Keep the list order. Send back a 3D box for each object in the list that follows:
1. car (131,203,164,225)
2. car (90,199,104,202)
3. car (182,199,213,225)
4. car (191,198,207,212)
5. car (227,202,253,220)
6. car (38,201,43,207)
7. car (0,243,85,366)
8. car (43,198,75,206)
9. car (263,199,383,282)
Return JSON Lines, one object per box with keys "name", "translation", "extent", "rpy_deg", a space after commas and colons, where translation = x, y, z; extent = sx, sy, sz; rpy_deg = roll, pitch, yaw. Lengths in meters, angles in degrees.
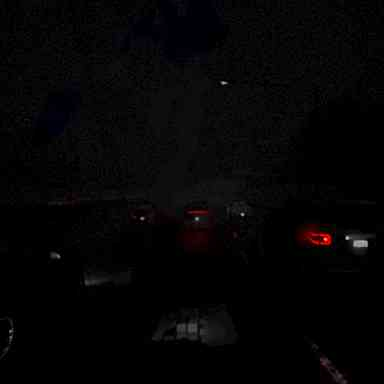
{"name": "car", "translation": [-3.117, 1.520, 23.570], "extent": [1.812, 1.442, 4.674], "rpy_deg": [0, 0, 1]}
{"name": "car", "translation": [-13.103, 1.655, 46.177], "extent": [1.994, 1.385, 4.181], "rpy_deg": [0, 0, 3]}
{"name": "car", "translation": [0.392, 1.500, 23.921], "extent": [1.837, 1.490, 4.892], "rpy_deg": [0, 0, 1]}
{"name": "car", "translation": [0.906, 1.550, 41.463], "extent": [1.882, 1.535, 5.008], "rpy_deg": [0, 0, 2]}
{"name": "car", "translation": [3.992, 1.536, 28.162], "extent": [1.812, 1.442, 4.674], "rpy_deg": [0, 0, 1]}
{"name": "car", "translation": [-20.067, 1.656, 47.113], "extent": [1.994, 1.385, 4.181], "rpy_deg": [0, 0, 3]}
{"name": "car", "translation": [-3.364, 1.551, 5.693], "extent": [1.994, 1.385, 4.181], "rpy_deg": [0, 0, 0]}
{"name": "car", "translation": [-16.740, 1.545, 42.905], "extent": [1.882, 1.535, 5.008], "rpy_deg": [0, -1, 2]}
{"name": "car", "translation": [3.666, 1.206, 9.864], "extent": [2.150, 2.045, 5.566], "rpy_deg": [0, 0, 1]}
